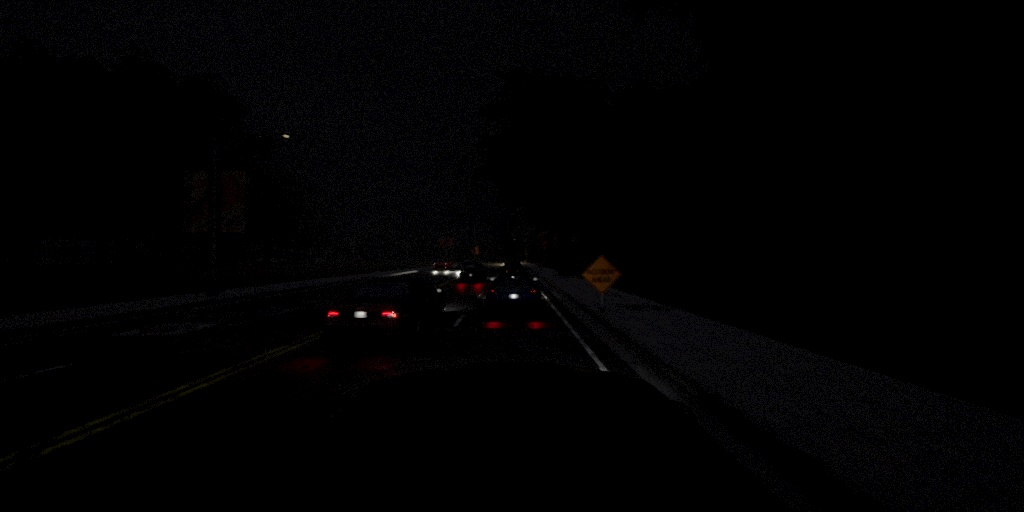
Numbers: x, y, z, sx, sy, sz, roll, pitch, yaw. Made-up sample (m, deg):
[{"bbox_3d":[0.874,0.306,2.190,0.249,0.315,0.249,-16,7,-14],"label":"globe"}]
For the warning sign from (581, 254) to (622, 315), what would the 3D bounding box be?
[{"bbox_3d":[2.849,0.858,11.335,1.300,1.860,1.060,0,0,0],"label":"warning sign"}]

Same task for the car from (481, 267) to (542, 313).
[{"bbox_3d":[0.070,1.306,13.941,1.994,1.385,4.181,0,0,0],"label":"car"}]

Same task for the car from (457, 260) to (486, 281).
[{"bbox_3d":[-3.178,1.273,29.885,1.812,1.442,4.674,0,0,0],"label":"car"}]

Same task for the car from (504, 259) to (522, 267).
[{"bbox_3d":[0.069,1.253,29.028,1.837,1.490,4.892,0,0,0],"label":"car"}]

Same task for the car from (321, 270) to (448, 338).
[{"bbox_3d":[-3.208,1.292,10.137,2.033,1.411,5.357,0,0,0],"label":"car"}]

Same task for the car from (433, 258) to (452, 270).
[{"bbox_3d":[-9.833,1.144,50.990,2.097,1.767,4.553,0,0,0],"label":"car"}]
